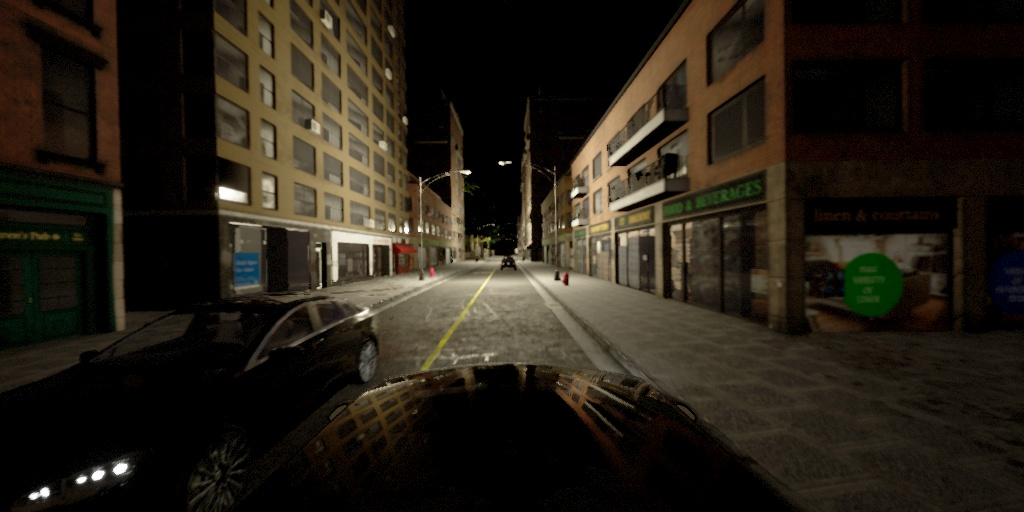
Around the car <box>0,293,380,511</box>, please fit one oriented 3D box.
[{"bbox_3d":[-3.119,1.265,4.176,2.128,1.511,4.902,-1,1,-1],"label":"car"}]

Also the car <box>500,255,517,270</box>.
[{"bbox_3d":[-0.414,0.874,42.898,2.033,1.411,5.357,-1,1,-1],"label":"car"}]
